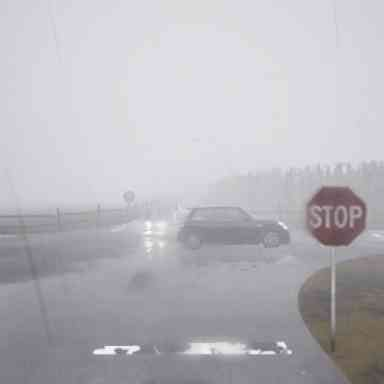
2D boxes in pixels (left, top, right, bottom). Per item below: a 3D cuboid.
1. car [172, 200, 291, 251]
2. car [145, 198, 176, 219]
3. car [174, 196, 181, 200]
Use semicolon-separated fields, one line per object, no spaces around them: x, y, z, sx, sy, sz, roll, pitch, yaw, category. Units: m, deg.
1.632;1.330;13.684;4.553;1.767;2.097;-1;0;0;car
-2.901;1.516;29.166;2.128;1.511;4.902;0;0;1;car
-2.862;1.569;44.365;1.812;1.442;4.674;0;0;0;car
